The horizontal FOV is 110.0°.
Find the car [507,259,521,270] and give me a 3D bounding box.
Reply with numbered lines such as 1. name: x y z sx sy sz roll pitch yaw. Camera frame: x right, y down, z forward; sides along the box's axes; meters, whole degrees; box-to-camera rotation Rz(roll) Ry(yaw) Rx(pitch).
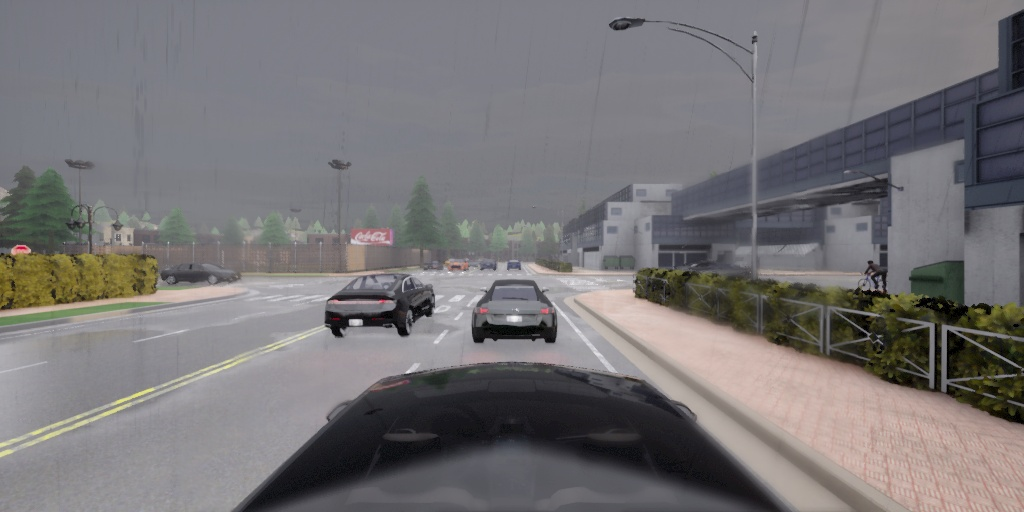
1. car: 0.305 1.224 52.904 1.882 1.535 5.008 0 0 1

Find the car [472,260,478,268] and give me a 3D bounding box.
1. car: -6.800 1.347 60.789 1.895 1.301 4.718 0 0 1

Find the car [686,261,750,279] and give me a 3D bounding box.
1. car: 17.206 1.312 29.652 4.181 1.385 1.994 0 0 0

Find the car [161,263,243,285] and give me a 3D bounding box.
1. car: -21.831 1.235 25.335 4.892 1.490 1.837 1 0 0

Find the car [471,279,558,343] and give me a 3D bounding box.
1. car: 0.071 1.314 9.676 1.994 1.385 4.181 0 0 1

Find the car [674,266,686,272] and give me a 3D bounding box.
1. car: 17.537 1.253 33.151 4.892 1.490 1.837 0 0 0

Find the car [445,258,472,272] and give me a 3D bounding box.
1. car: -6.941 1.101 46.643 2.097 1.767 4.553 0 0 1

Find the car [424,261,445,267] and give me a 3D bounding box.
1. car: -10.431 1.310 47.784 1.994 1.385 4.181 0 0 1

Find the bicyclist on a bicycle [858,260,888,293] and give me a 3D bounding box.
1. bicyclist on a bicycle: 18.320 1.052 18.167 0.582 1.620 1.656 0 0 0

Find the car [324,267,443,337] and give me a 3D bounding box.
1. car: -3.468 1.241 10.270 2.128 1.511 4.902 0 0 -1

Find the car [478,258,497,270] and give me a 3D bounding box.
1. car: -3.211 1.099 51.047 2.097 1.767 4.553 0 0 1
